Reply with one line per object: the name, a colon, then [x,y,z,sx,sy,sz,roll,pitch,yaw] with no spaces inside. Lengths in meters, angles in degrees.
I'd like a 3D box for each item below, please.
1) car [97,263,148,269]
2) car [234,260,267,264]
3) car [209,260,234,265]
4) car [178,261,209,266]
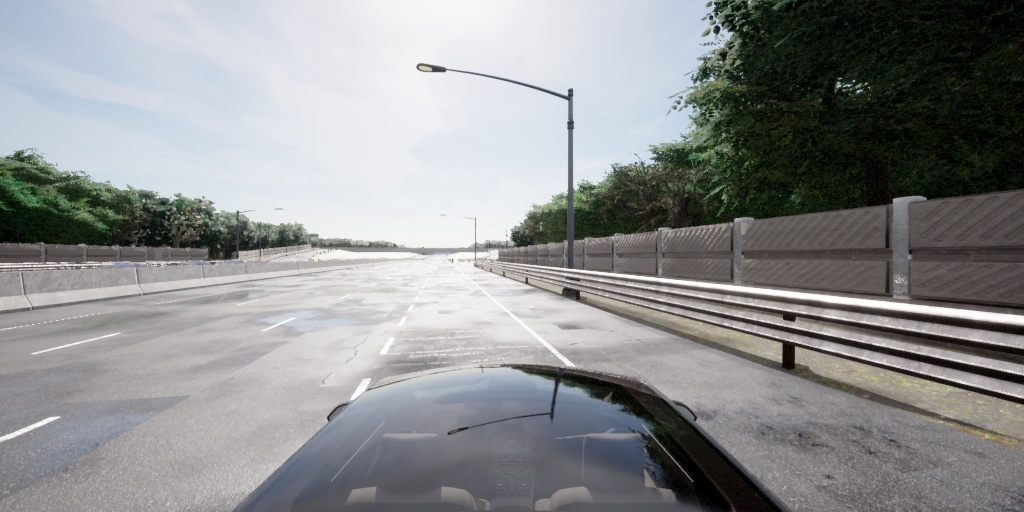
car: [-25.412,1.234,23.218,1.882,1.535,5.008,0,0,-11]
car: [-33.484,1.337,46.993,2.033,1.411,5.357,0,0,-10]
car: [-37.134,1.268,47.504,1.882,1.535,5.008,0,0,-10]
car: [-40.336,1.313,45.571,1.812,1.442,4.674,0,0,-10]
